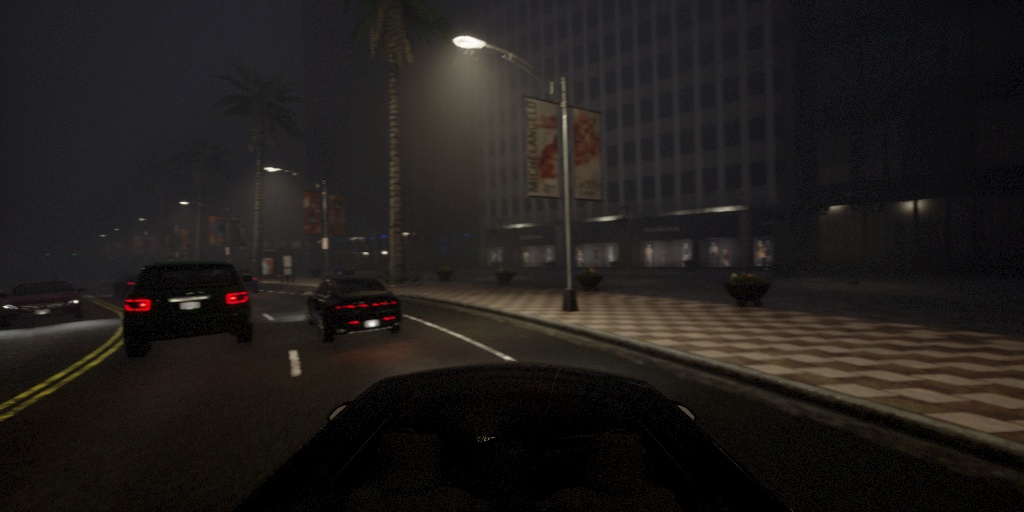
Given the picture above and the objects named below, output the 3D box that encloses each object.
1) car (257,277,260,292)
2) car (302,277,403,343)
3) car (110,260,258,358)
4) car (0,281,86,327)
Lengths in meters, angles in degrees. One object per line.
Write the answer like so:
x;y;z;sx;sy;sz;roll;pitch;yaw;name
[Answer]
-17.866;1.471;22.636;4.553;1.767;2.097;-1;0;37;car
-4.632;1.332;10.248;1.837;1.490;4.892;-1;0;-35;car
-8.356;1.155;9.561;2.150;2.045;5.566;-1;0;-38;car
-17.982;1.700;13.819;4.674;1.442;1.812;-1;0;39;car
